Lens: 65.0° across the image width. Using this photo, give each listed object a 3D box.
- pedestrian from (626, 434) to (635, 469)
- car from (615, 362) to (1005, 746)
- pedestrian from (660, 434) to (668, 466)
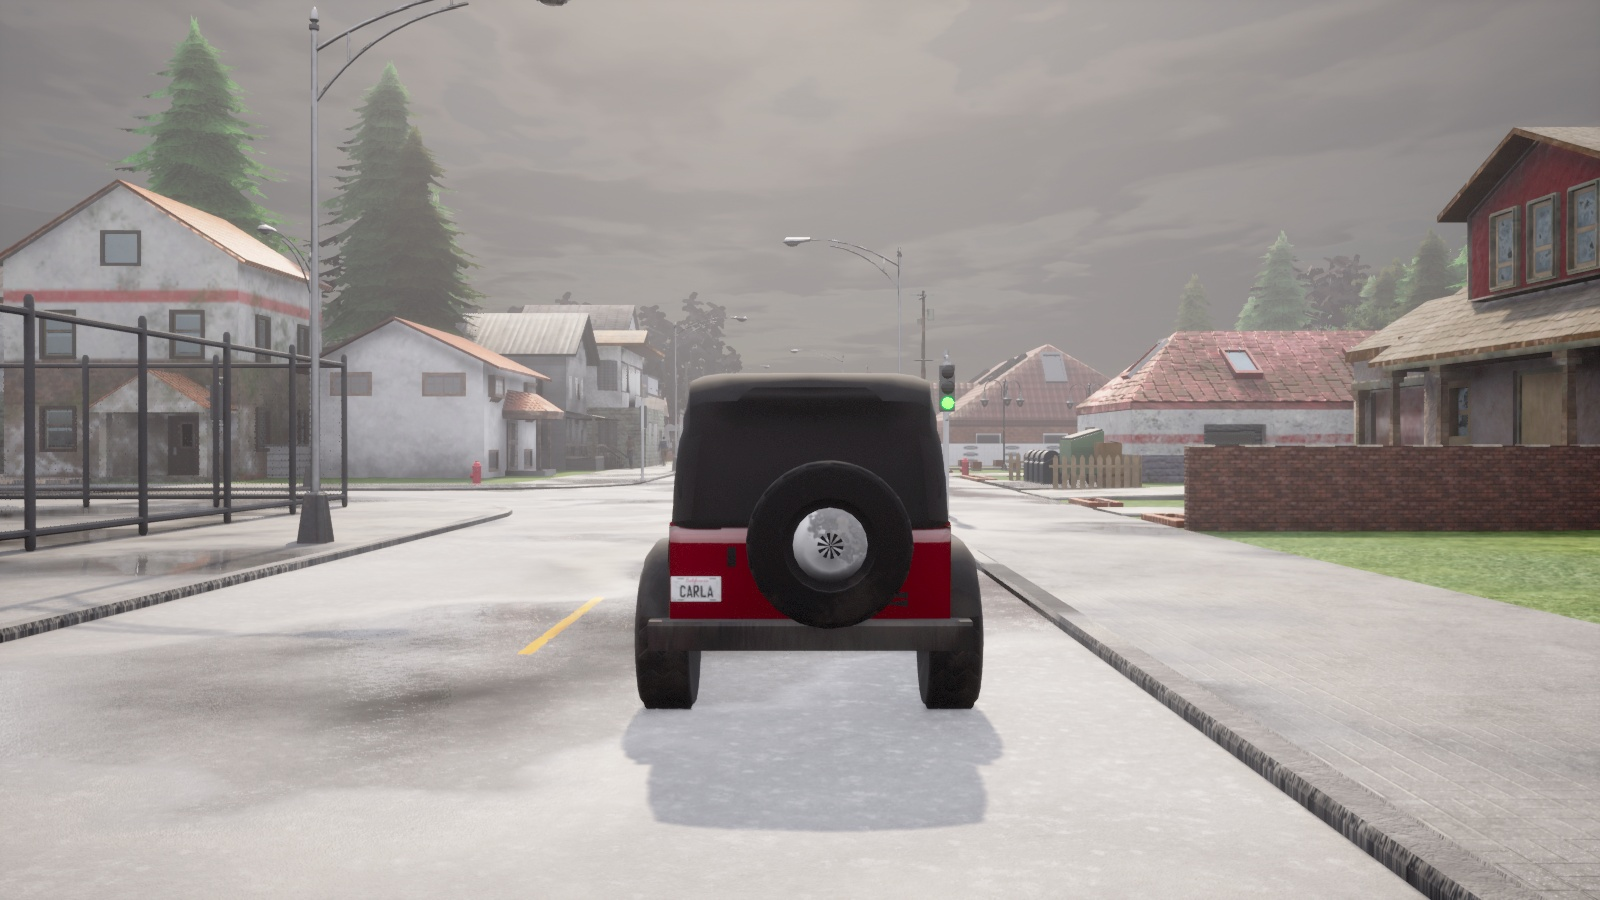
[{"bbox_3d":[-9.009,0.072,66.747,0.328,1.805,0.869,0,0,1],"label":"pedestrian"},{"bbox_3d":[0.055,0.497,8.079,1.905,1.878,3.866,0,0,0],"label":"car"},{"bbox_3d":[-8.249,0.019,76.248,0.423,1.949,0.788,0,0,0],"label":"pedestrian"}]
